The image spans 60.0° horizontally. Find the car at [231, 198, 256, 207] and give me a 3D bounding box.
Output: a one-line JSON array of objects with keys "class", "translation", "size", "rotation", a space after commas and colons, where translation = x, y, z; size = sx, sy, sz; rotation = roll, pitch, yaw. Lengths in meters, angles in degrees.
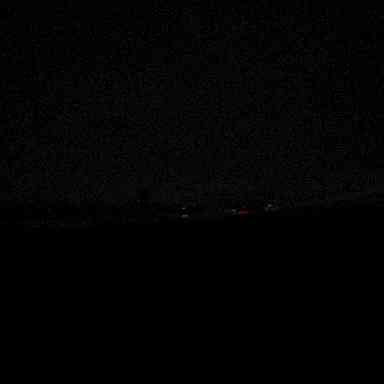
[{"class": "car", "translation": [8.972, 1.823, 57.239], "size": [2.033, 1.411, 5.357], "rotation": [-1, 0, 36]}]

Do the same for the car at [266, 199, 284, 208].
[{"class": "car", "translation": [14.739, 2.056, 59.245], "size": [1.812, 1.442, 4.674], "rotation": [-1, 0, 36]}]

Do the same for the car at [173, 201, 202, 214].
[{"class": "car", "translation": [-0.533, 2.008, 44.210], "size": [2.097, 1.767, 4.553], "rotation": [-1, -1, 36]}]

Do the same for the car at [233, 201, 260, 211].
[{"class": "car", "translation": [8.700, 2.092, 50.797], "size": [2.128, 1.511, 4.902], "rotation": [-1, 0, 36]}]
